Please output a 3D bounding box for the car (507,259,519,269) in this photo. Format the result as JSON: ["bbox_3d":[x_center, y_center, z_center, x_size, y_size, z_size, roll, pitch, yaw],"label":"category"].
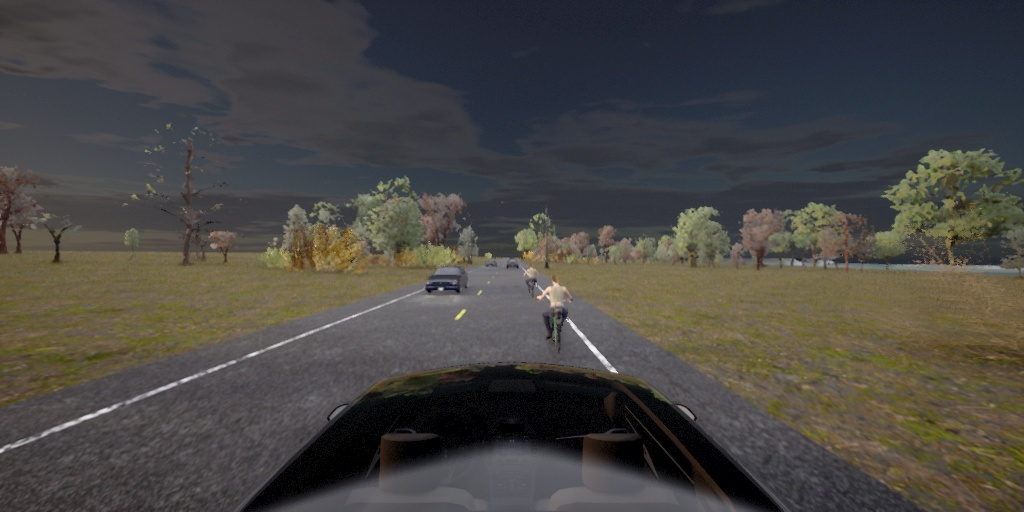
[{"bbox_3d":[0.080,1.274,58.227,1.812,1.442,4.674,0,0,0],"label":"car"}]

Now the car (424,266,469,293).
[{"bbox_3d":[-3.606,1.297,20.846,2.033,1.411,5.357,0,0,0],"label":"car"}]

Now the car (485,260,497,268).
[{"bbox_3d":[-3.576,1.312,62.079,1.994,1.385,4.181,0,0,0],"label":"car"}]

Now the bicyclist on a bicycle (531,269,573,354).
[{"bbox_3d":[0.946,1.187,7.812,0.866,1.612,1.509,0,0,0],"label":"bicyclist on a bicycle"}]

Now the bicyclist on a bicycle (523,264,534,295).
[{"bbox_3d":[0.971,1.187,17.852,0.866,1.612,1.509,0,0,0],"label":"bicyclist on a bicycle"}]
